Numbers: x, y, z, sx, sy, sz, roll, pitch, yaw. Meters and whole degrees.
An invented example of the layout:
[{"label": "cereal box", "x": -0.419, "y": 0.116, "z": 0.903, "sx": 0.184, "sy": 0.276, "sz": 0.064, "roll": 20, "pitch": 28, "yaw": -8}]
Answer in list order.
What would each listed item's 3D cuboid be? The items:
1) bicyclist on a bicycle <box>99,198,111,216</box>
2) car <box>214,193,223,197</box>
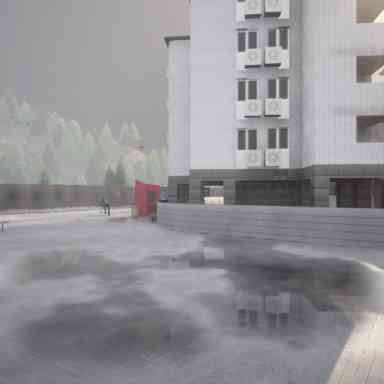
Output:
[{"label": "bicyclist on a bicycle", "x": -7.820, "y": 1.347, "z": 29.738, "sx": 1.656, "sy": 1.620, "sz": 0.582, "roll": 0, "pitch": 0, "yaw": 36}, {"label": "car", "x": 5.641, "y": 1.220, "z": 55.802, "sx": 2.150, "sy": 2.045, "sz": 5.566, "roll": 0, "pitch": 0, "yaw": 36}]
